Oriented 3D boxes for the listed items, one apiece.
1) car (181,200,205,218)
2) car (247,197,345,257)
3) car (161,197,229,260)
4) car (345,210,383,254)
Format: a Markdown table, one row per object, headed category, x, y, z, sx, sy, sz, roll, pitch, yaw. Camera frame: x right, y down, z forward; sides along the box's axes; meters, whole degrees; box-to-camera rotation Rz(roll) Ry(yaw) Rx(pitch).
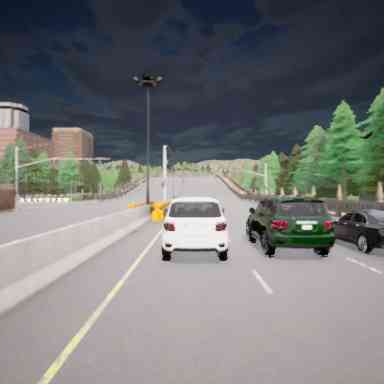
| category | x | y | z | sx | sy | sz | roll | pitch | yaw |
| --- | --- | --- | --- | --- | --- | --- | --- | --- | --- |
| car | 0.090 | 1.518 | 30.772 | 2.033 | 1.411 | 5.357 | 0 | 0 | 0 |
| car | 3.596 | 1.206 | 13.073 | 2.150 | 2.045 | 5.566 | 0 | 0 | 0 |
| car | 0.096 | 1.209 | 12.537 | 2.150 | 2.045 | 5.566 | 0 | 0 | 0 |
| car | 7.096 | 1.488 | 13.451 | 1.837 | 1.490 | 4.892 | 0 | -1 | 0 |
